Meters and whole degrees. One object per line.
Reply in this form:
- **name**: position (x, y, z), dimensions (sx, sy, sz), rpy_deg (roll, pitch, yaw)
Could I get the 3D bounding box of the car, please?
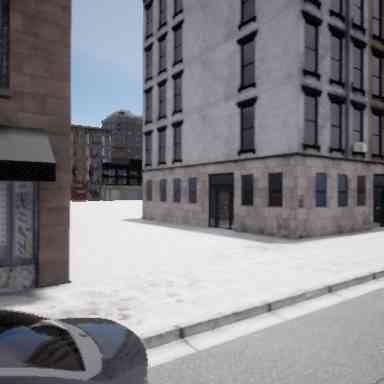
- **car**: position (-2.428, 1.503, 1.338), dimensions (4.892, 1.490, 1.837), rpy_deg (0, 0, -36)
